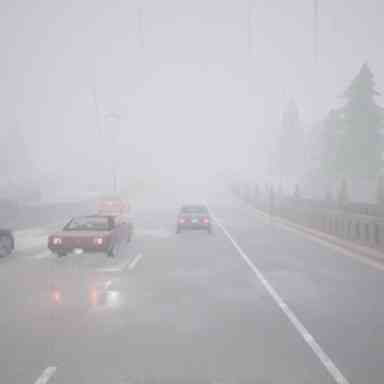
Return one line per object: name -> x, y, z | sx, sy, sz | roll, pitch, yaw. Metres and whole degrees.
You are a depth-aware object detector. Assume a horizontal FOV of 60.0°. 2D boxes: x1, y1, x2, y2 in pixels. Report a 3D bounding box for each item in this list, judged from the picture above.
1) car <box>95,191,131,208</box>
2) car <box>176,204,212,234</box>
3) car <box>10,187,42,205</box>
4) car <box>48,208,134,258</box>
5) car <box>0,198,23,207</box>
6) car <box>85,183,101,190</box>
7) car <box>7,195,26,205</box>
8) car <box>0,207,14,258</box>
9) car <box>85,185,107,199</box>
car -> -6.902, 1.035, 30.149 | 2.097, 1.767, 4.553 | 0, 1, 0
car -> 0.099, 1.360, 17.918 | 2.033, 1.411, 5.357 | 0, 1, 0
car -> -21.068, 0.475, 42.040 | 2.150, 2.045, 5.566 | 0, 3, 0
car -> -3.401, 1.473, 12.196 | 1.895, 1.301, 4.718 | 0, 1, 0
car -> -14.094, 1.360, 23.063 | 1.895, 1.301, 4.718 | 0, 1, 0
car -> -17.518, -0.848, 59.336 | 1.837, 1.490, 4.892 | 0, 8, 1
car -> -17.587, 1.232, 29.991 | 2.033, 1.411, 5.357 | 0, 1, 0
car -> -6.901, 1.393, 9.265 | 2.128, 1.511, 4.902 | 0, 0, 0
car -> -14.027, 0.190, 49.985 | 1.812, 1.442, 4.674 | 0, 5, 1
